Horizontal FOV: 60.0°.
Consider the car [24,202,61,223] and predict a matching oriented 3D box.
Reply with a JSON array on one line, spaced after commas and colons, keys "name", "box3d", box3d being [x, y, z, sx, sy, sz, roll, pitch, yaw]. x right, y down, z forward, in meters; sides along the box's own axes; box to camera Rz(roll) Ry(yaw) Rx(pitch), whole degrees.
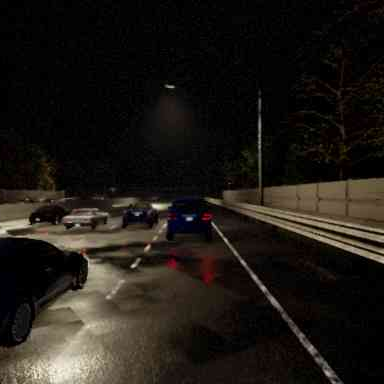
[{"name": "car", "box3d": [-10.599, 1.723, 25.135, 1.812, 1.442, 4.674, 0, 0, 0]}]

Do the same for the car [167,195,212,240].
[{"name": "car", "box3d": [-0.139, 1.330, 17.784, 2.150, 2.045, 5.566, 0, 0, 0]}]

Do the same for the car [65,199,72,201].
[{"name": "car", "box3d": [-25.046, 2.101, 68.530, 1.994, 1.385, 4.181, 0, 0, 0]}]

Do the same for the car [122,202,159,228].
[{"name": "car", "box3d": [-3.588, 1.512, 23.782, 2.097, 1.767, 4.553, 0, 0, 0]}]

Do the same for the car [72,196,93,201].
[{"name": "car", "box3d": [-21.533, 1.763, 66.732, 2.150, 2.045, 5.566, 0, 0, 0]}]

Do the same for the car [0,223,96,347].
[{"name": "car", "box3d": [-3.446, 1.578, 6.254, 1.812, 1.442, 4.674, 0, 0, 0]}]

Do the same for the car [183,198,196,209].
[{"name": "car", "box3d": [-0.433, 1.846, 54.379, 2.128, 1.511, 4.902, 0, 0, 0]}]

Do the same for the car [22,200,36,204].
[{"name": "car", "box3d": [-32.031, 2.176, 66.644, 1.895, 1.301, 4.718, 0, 0, 0]}]

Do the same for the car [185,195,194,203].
[{"name": "car", "box3d": [-0.706, 1.877, 88.450, 2.150, 2.045, 5.566, 0, -1, 0]}]

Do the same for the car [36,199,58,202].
[{"name": "car", "box3d": [-28.532, 2.107, 66.703, 2.033, 1.411, 5.357, 0, 0, 0]}]

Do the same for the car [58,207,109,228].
[{"name": "car", "box3d": [-7.076, 1.769, 22.688, 1.895, 1.301, 4.718, 0, 0, 0]}]
